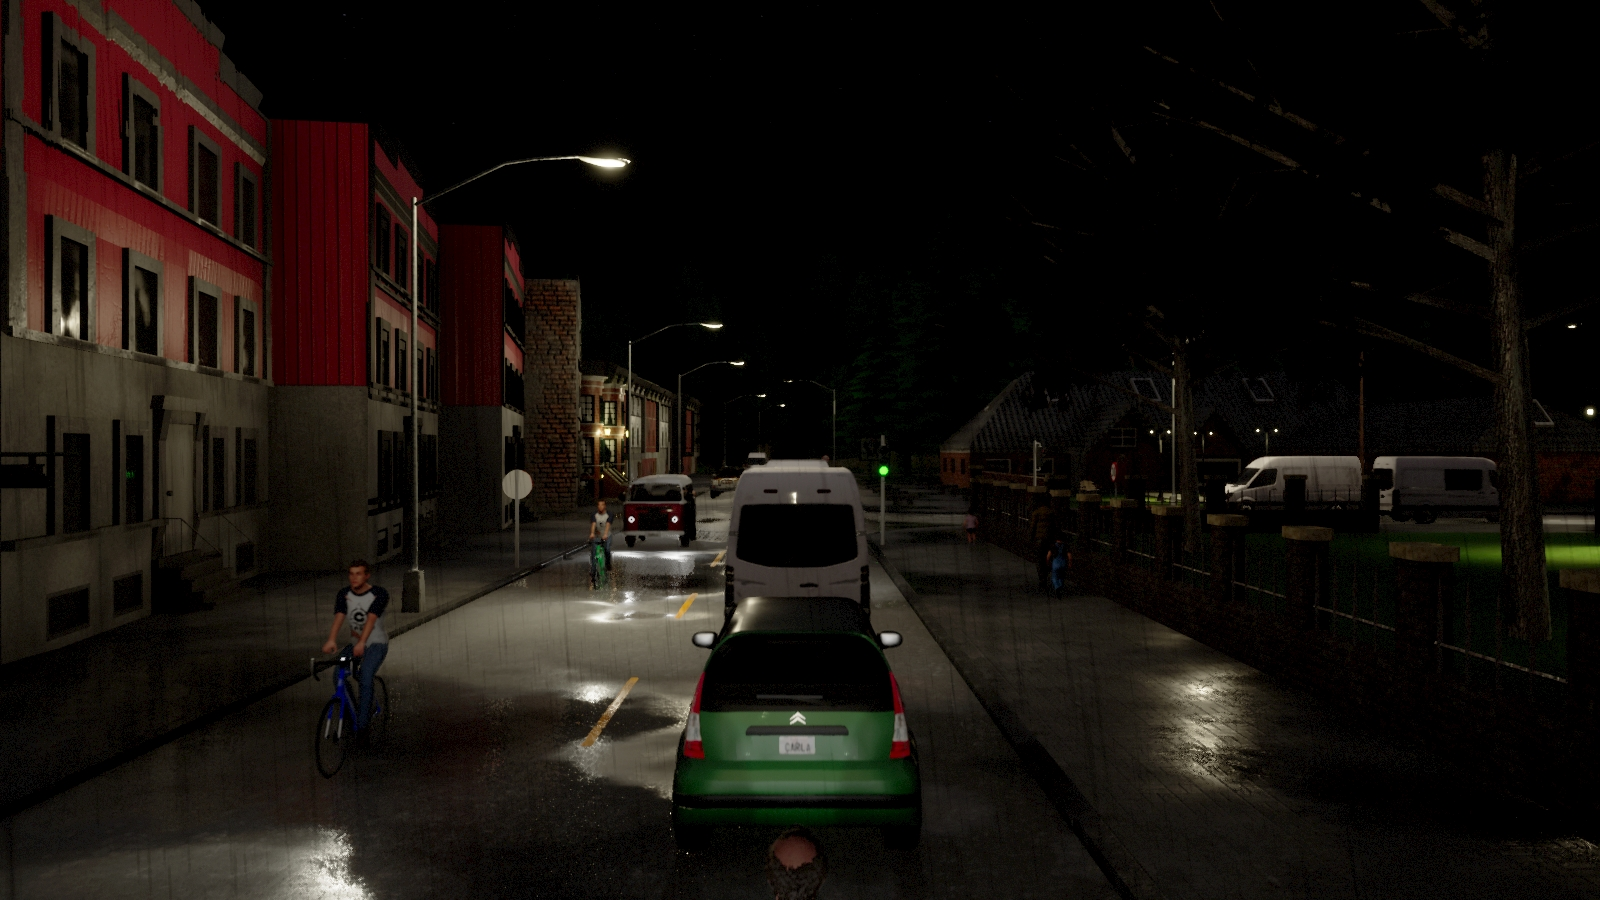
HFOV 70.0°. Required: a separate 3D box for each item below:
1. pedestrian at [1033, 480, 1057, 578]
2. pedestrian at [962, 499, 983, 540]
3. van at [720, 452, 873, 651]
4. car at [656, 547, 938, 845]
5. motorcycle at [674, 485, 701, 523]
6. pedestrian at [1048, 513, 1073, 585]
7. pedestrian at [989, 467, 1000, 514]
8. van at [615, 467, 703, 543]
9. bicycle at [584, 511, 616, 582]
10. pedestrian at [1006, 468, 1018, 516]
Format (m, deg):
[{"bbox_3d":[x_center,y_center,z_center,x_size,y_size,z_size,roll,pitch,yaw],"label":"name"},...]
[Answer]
[{"bbox_3d":[4.749,1.525,22.135,0.375,1.860,0.375,0,0,-1],"label":"pedestrian"},{"bbox_3d":[4.744,1.904,31.476,0.500,1.100,0.500,0,0,0],"label":"pedestrian"},{"bbox_3d":[-0.054,1.315,17.742,1.988,2.561,5.915,0,0,0],"label":"van"},{"bbox_3d":[-0.025,1.780,9.484,1.851,1.617,3.988,0,0,0],"label":"car"},{"bbox_3d":[-4.106,1.950,41.854,0.764,1.277,2.356,0,0,0],"label":"motorcycle"},{"bbox_3d":[4.761,1.805,20.918,0.375,1.300,0.375,0,0,0],"label":"pedestrian"},{"bbox_3d":[7.845,1.629,46.066,0.375,1.860,0.375,0,0,-5],"label":"pedestrian"},{"bbox_3d":[-4.079,1.563,33.856,2.069,2.038,4.480,0,0,0],"label":"van"},{"bbox_3d":[-4.055,1.936,23.247,0.373,1.296,1.643,0,0,0],"label":"bicycle"},{"bbox_3d":[8.221,1.629,44.276,0.375,1.860,0.375,0,0,-2],"label":"pedestrian"}]
